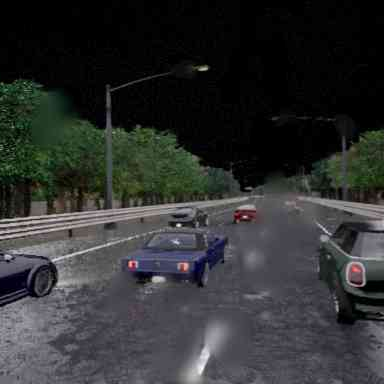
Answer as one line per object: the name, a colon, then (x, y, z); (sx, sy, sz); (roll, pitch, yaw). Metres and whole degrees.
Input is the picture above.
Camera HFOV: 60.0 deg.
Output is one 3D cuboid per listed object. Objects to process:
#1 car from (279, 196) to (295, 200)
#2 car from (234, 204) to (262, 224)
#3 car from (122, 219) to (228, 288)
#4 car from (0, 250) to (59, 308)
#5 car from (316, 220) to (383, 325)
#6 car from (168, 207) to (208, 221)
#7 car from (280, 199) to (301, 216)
car: (13.070, 1.500, 45.075); (2.150, 2.045, 5.566); (-1, -1, 15)
car: (4.596, 1.705, 27.046); (1.882, 1.535, 5.008); (-1, -1, 15)
car: (-0.164, 1.718, 9.712); (1.895, 1.301, 4.718); (-1, -1, 15)
car: (-4.645, 1.731, 6.614); (1.994, 1.385, 4.181); (-1, -1, 15)
car: (3.893, 1.360, 7.047); (2.097, 1.767, 4.553); (-1, -1, 15)
car: (-0.171, 1.778, 22.900); (1.837, 1.490, 4.892); (-1, 0, 15)
car: (10.467, 1.737, 35.281); (1.812, 1.442, 4.674); (-1, -1, 16)
